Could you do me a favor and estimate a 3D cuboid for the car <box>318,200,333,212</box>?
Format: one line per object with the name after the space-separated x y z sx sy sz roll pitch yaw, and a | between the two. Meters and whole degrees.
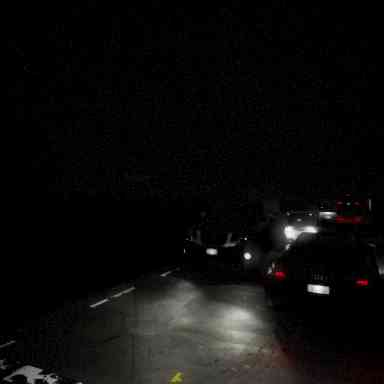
15.652 1.595 39.566 1.994 1.385 4.181 0 0 26 | car

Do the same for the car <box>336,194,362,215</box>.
16.067 1.239 34.028 2.150 2.045 5.566 0 0 26 | car

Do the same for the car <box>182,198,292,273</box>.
1.722 1.231 11.240 2.150 2.045 5.566 0 0 26 | car

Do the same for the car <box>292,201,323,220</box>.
8.286 1.615 24.677 1.895 1.301 4.718 0 0 26 | car

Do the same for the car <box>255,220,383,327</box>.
2.951 1.563 7.254 1.994 1.385 4.181 0 0 26 | car

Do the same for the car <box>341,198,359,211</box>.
20.731 1.576 43.684 2.033 1.411 5.357 0 0 26 | car
